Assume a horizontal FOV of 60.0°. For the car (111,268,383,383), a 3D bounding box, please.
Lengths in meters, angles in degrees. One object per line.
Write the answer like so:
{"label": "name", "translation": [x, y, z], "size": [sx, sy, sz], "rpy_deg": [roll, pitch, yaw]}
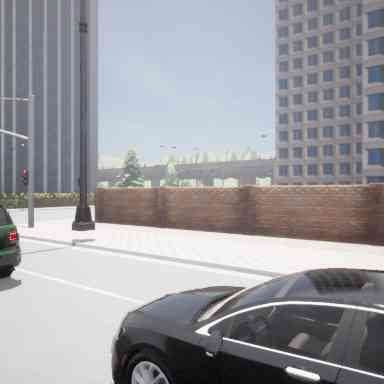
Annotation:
{"label": "car", "translation": [1.328, 1.505, 3.046], "size": [4.892, 1.490, 1.837], "rpy_deg": [0, 0, 36]}

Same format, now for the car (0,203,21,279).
{"label": "car", "translation": [-6.748, 1.221, 8.791], "size": [5.566, 2.045, 2.150], "rpy_deg": [0, 0, 35]}
